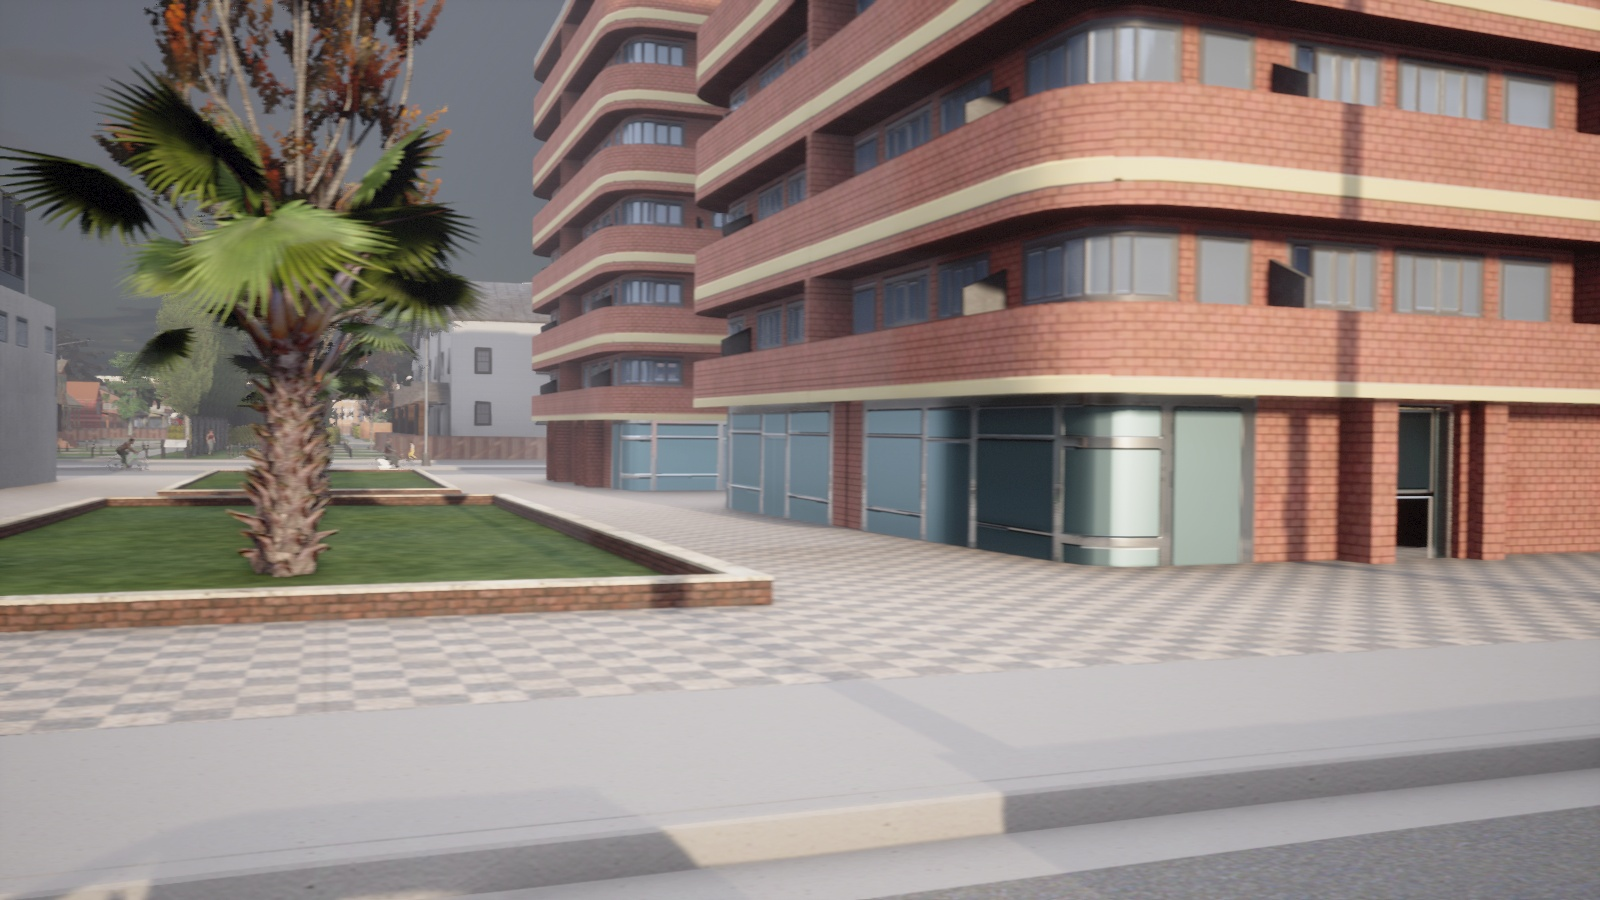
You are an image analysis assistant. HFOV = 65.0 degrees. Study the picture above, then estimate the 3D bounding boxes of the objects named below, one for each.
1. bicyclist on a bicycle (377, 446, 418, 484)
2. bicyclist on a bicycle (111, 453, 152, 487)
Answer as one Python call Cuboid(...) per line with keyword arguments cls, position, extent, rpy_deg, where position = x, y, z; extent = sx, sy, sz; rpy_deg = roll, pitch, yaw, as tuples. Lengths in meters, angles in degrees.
Cuboid(cls="bicyclist on a bicycle", position=(-19.504, 0.723, 60.848), extent=(1.843, 1.776, 0.659), rpy_deg=(-1, 1, -21))
Cuboid(cls="bicyclist on a bicycle", position=(-31.853, 0.946, 59.858), extent=(1.656, 1.620, 0.582), rpy_deg=(-1, 1, -21))
